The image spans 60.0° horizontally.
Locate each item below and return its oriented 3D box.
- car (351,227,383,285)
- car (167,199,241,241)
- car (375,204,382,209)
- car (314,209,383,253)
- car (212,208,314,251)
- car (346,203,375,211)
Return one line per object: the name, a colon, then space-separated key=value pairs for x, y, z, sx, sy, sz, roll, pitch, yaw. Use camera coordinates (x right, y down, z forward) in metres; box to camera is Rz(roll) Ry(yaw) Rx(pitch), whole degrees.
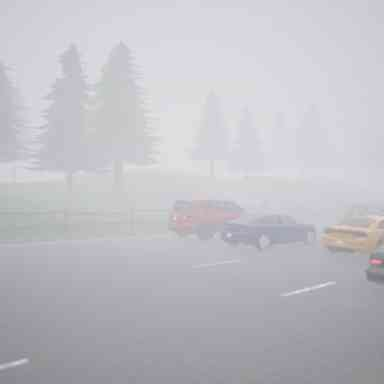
car: x=6.585 y=1.691 z=8.535 sx=5.357 sy=1.411 sz=2.033 roll=1 pitch=-1 yaw=-35
car: x=1.366 y=1.381 z=17.699 sx=5.566 sy=2.045 sz=2.150 roll=1 pitch=0 yaw=-35
car: x=15.606 y=1.591 z=23.554 sx=5.566 sy=2.045 sz=2.150 roll=1 pitch=0 yaw=-35
car: x=7.314 y=1.667 z=13.317 sx=5.008 sy=1.535 sz=1.882 roll=1 pitch=0 yaw=-35
car: x=3.550 y=1.638 z=14.954 sx=5.008 sy=1.535 sz=1.882 roll=1 pitch=-1 yaw=-35
car: x=14.411 y=1.733 z=26.988 sx=4.553 sy=1.767 sz=2.097 roll=1 pitch=-1 yaw=-35
